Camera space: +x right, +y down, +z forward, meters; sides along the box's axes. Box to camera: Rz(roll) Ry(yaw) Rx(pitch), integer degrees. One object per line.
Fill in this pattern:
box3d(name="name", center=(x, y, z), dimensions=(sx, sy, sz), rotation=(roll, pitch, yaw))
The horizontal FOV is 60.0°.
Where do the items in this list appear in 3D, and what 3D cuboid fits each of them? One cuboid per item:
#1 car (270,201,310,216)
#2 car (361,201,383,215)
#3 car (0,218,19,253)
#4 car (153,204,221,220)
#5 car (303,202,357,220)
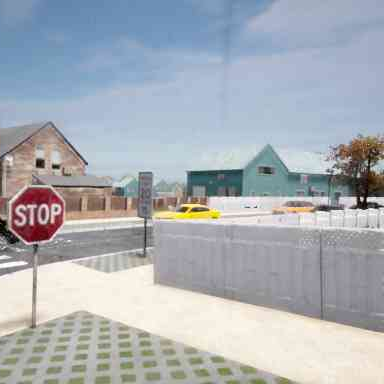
box3d(name="car", center=(9.078, 1.558, 29.572), dimensions=(4.553, 1.767, 2.097), rotation=(1, 2, -36))
box3d(name="car", center=(18.898, 1.813, 36.211), dimensions=(4.892, 1.490, 1.837), rotation=(-1, 2, -32))
box3d(name="car", center=(-8.507, 1.484, 11.500), dimensions=(1.837, 1.490, 4.892), rotation=(2, 0, 29))
box3d(name="car", center=(-0.248, 1.547, 21.494), dimensions=(5.008, 1.535, 1.882), rotation=(1, 1, -44))
box3d(name="car", center=(11.834, 1.825, 28.026), dimensions=(4.892, 1.490, 1.837), rotation=(1, 1, -37))
